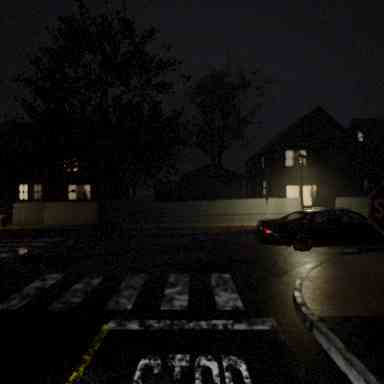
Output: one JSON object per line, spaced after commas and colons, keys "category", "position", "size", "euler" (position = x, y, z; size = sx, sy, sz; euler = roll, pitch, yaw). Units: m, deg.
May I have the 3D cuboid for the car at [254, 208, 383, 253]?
{"category": "car", "position": [4.960, 1.277, 11.775], "size": [5.357, 1.411, 2.033], "euler": [-1, 0, 0]}
